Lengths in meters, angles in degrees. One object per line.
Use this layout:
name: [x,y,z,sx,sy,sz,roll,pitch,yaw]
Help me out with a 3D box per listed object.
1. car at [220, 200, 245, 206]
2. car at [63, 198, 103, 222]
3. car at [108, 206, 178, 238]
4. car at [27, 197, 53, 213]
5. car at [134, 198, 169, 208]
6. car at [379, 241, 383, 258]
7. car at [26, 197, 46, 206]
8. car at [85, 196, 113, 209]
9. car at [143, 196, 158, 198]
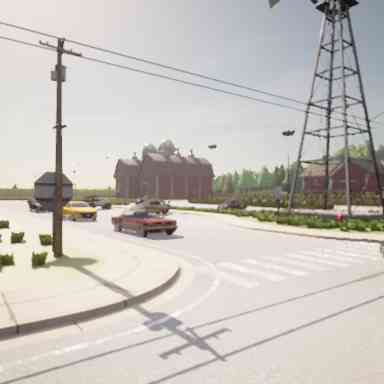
car: [5.239,1.727,43.026,3.905,1.438,1.784,0,0,-36]
car: [-9.445,1.536,27.512,1.882,1.535,5.008,1,0,-37]
car: [-2.734,1.661,18.467,1.895,1.301,4.718,1,0,-37]
car: [-17.233,1.605,38.033,2.033,1.411,5.357,1,0,-37]
car: [-4.429,1.622,34.456,4.193,1.474,1.816,0,0,-36]
car: [7.469,1.677,8.344,4.718,1.301,1.895,0,0,24]
car: [-26.998,1.629,57.361,2.033,1.411,5.357,1,0,-37]
car: [-12.860,1.424,44.992,3.866,1.878,1.905,0,0,-36]
car: [-8.200,1.514,61.047,4.605,1.855,1.932,0,0,-36]
